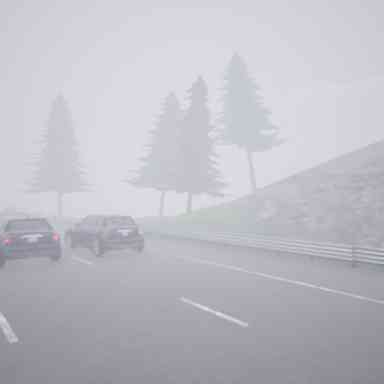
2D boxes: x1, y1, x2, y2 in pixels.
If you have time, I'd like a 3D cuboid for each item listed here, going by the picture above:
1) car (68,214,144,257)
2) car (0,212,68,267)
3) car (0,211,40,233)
[{"bbox_3d":[-4.120,1.776,15.241,2.097,1.767,4.553,2,-2,-40],"label":"car"},{"bbox_3d":[-6.846,1.702,13.048,2.097,1.767,4.553,2,-2,-40],"label":"car"},{"bbox_3d":[-13.850,2.233,25.815,2.033,1.411,5.357,2,-2,-45],"label":"car"}]
